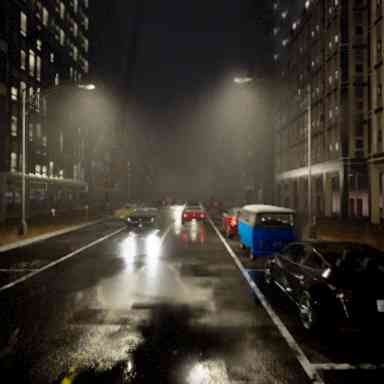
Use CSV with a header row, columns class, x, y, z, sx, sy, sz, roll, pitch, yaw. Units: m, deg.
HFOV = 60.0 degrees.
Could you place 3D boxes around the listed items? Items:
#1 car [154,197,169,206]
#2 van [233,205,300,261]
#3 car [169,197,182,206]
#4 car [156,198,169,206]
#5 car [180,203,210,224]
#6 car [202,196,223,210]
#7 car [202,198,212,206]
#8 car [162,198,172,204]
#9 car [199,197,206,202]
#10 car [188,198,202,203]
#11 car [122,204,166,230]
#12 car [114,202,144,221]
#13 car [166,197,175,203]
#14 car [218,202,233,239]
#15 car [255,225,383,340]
class,x,y,z,sx,sy,sz,roll,pitch,yaw
car,-5.606,1.868,57.884,2.008,1.369,4.403,0,0,0
van,2.711,1.415,12.326,1.690,1.788,3.998,0,0,0
car,-2.948,1.816,62.562,1.882,1.535,5.008,0,0,1
car,-5.599,1.910,63.576,1.947,1.339,4.313,0,0,0
car,0.137,1.753,26.170,1.895,1.301,4.718,0,0,0
car,2.751,1.545,40.785,2.192,1.841,5.009,0,0,0
car,2.782,1.870,63.722,1.752,1.417,4.829,0,0,0
car,-5.582,1.979,74.959,1.802,1.307,4.206,0,0,0
car,2.822,2.040,92.013,1.947,1.339,4.313,0,0,0
car,0.160,1.800,42.220,1.994,1.385,4.181,0,0,0
car,-3.070,1.730,22.080,1.895,1.301,4.718,0,0,0
car,-5.647,1.694,29.252,1.752,1.417,4.829,0,0,0
car,-5.567,2.000,86.345,2.008,1.369,4.403,0,0,0
car,2.719,1.547,18.016,1.967,1.590,4.097,0,0,0
car,2.702,1.607,6.630,1.947,1.339,4.313,0,0,0
